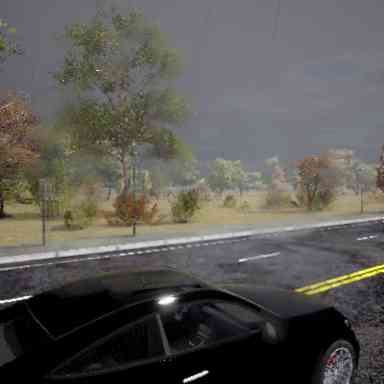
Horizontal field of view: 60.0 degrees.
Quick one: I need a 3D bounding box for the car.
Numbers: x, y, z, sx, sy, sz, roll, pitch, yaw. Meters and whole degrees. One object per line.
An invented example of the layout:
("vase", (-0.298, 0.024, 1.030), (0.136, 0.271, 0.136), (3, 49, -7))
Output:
("car", (-0.257, 1.517, 3.281), (4.674, 1.442, 1.812), (0, 0, -36))
